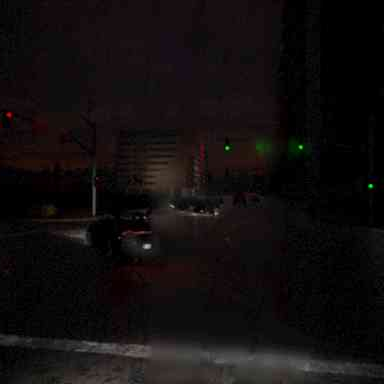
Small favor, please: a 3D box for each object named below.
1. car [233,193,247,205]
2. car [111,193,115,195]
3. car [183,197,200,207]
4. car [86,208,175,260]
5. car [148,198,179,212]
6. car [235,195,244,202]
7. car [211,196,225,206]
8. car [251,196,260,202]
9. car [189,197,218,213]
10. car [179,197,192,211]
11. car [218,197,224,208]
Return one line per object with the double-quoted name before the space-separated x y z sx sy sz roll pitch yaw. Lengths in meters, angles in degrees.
"car" 8.522 1.212 59.395 2.150 2.045 5.566 0 0 8
"car" -18.754 1.011 72.439 4.605 1.855 1.932 0 0 9
"car" 0.016 1.471 50.606 1.812 1.442 4.674 0 0 9
"car" -2.647 1.503 12.668 2.128 1.511 4.902 1 0 -30
"car" -2.856 1.452 31.511 1.837 1.490 4.892 0 0 8
"car" 10.624 1.465 74.415 1.882 1.535 5.008 0 0 8
"car" 4.539 1.514 57.063 2.033 1.411 5.357 0 0 8
"car" 14.127 1.549 74.187 2.033 1.411 5.357 0 0 8
"car" 1.388 1.517 36.259 2.033 1.411 5.357 0 0 8
"car" -1.520 1.472 40.459 1.812 1.442 4.674 0 0 8
"car" 2.926 1.460 46.516 2.128 1.511 4.902 0 0 9
